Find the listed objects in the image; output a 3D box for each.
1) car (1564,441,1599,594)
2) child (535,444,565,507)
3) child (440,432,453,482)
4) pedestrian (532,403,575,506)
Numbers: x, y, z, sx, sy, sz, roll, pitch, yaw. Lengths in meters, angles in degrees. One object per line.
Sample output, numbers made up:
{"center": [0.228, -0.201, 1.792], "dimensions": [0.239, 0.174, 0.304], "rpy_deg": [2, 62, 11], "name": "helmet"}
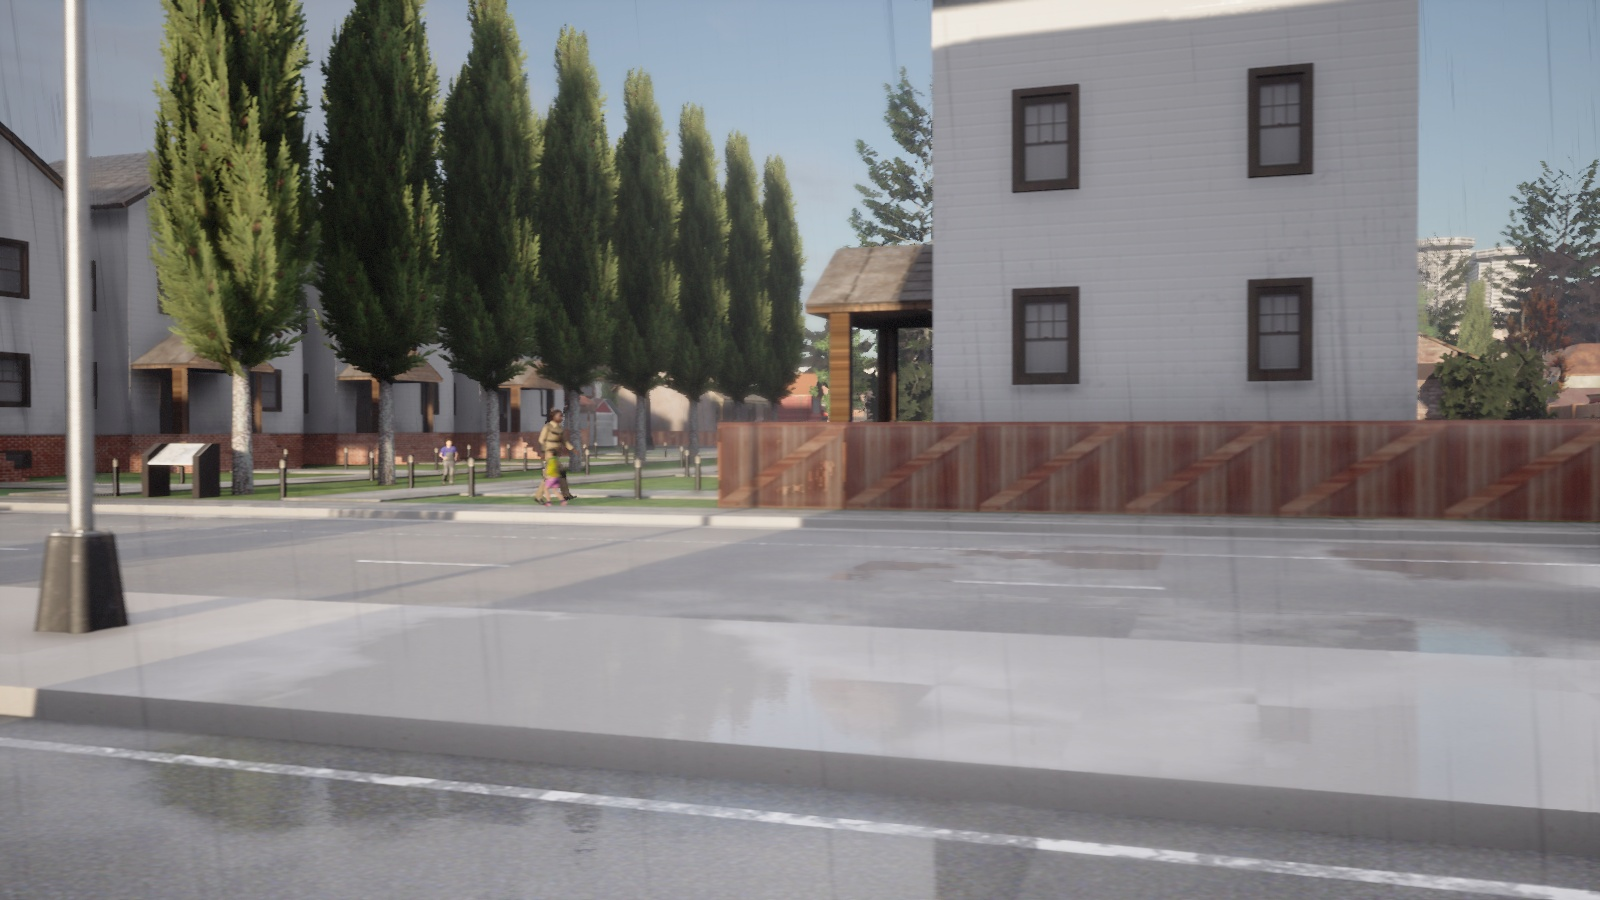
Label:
{"center": [10.286, 0.680, 11.908], "dimensions": [4.892, 1.490, 1.837], "rpy_deg": [1, 1, 19], "name": "car"}
{"center": [-4.632, 0.471, 23.267], "dimensions": [0.473, 1.160, 0.299], "rpy_deg": [1, 1, 19], "name": "child"}
{"center": [-8.912, 0.172, 31.680], "dimensions": [0.270, 1.263, 0.437], "rpy_deg": [0, 1, -22], "name": "child"}
{"center": [-4.700, 0.080, 23.948], "dimensions": [0.692, 1.930, 0.396], "rpy_deg": [1, 1, 21], "name": "pedestrian"}
